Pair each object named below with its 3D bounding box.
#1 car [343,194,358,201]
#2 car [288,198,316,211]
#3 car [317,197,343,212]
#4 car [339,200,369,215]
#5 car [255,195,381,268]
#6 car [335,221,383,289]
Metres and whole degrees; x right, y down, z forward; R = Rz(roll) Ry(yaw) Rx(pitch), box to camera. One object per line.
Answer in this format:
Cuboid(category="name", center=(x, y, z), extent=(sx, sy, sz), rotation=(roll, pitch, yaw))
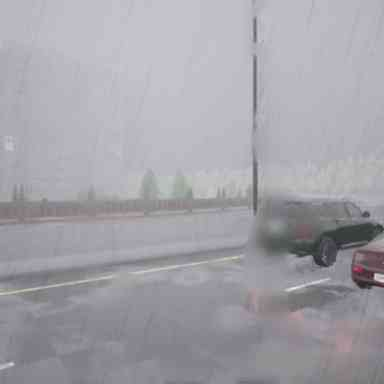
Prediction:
Cuboid(category="car", center=(34.195, 1.193, 71.743), extent=(1.812, 1.442, 4.674), rotation=(0, 0, 12))
Cuboid(category="car", center=(14.011, 1.502, 42.172), extent=(2.033, 1.411, 5.357), rotation=(0, 0, 35))
Cuboid(category="car", center=(16.712, 1.429, 40.041), extent=(1.882, 1.535, 5.008), rotation=(0, 0, 34))
Cuboid(category="car", center=(16.671, 1.518, 34.067), extent=(1.994, 1.385, 4.181), rotation=(0, 0, 37))
Cuboid(category="car", center=(4.583, 1.208, 11.573), extent=(5.566, 2.045, 2.150), rotation=(0, 0, -38))
Cuboid(category="car", center=(5.544, 1.513, 7.901), extent=(4.674, 1.442, 1.812), rotation=(0, 0, -38))
